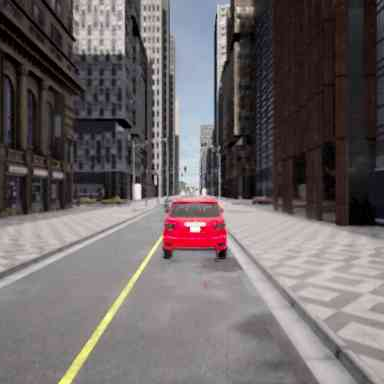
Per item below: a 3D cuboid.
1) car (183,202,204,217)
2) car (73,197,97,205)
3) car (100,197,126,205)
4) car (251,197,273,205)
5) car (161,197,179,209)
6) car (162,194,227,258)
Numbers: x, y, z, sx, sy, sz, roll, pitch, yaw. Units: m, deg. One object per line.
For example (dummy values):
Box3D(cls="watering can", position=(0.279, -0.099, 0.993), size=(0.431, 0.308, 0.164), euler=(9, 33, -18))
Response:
Box3D(cls="car", position=(0.096, 1.646, 32.318), size=(1.895, 1.301, 4.718), euler=(0, 0, 0))
Box3D(cls="car", position=(-20.627, 1.677, 63.422), size=(4.829, 1.417, 1.752), euler=(0, 0, 0))
Box3D(cls="car", position=(-15.025, 1.661, 63.389), size=(4.829, 1.417, 1.752), euler=(0, 0, 0))
Box3D(cls="car", position=(11.887, 1.463, 54.704), size=(4.097, 1.590, 1.967), euler=(0, 0, 0))
Box3D(cls="car", position=(-3.010, 1.556, 46.542), size=(2.128, 1.511, 4.902), euler=(0, 0, 0))
Box3D(cls="car", position=(0.095, 1.242, 12.929), size=(2.150, 2.045, 5.566), euler=(0, 0, 0))
